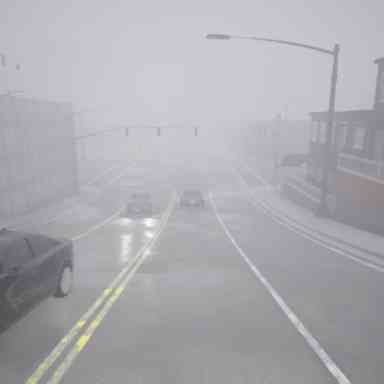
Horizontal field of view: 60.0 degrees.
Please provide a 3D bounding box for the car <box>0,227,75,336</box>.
[{"bbox_3d":[-3.585,1.449,5.582,1.882,1.535,5.008,0,1,0],"label":"car"}]

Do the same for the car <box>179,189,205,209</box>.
[{"bbox_3d":[0.016,0.416,26.942,1.994,1.385,4.181,0,7,0],"label":"car"}]

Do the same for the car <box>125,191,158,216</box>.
[{"bbox_3d":[-3.549,0.725,23.938,1.837,1.490,4.892,0,5,0],"label":"car"}]
